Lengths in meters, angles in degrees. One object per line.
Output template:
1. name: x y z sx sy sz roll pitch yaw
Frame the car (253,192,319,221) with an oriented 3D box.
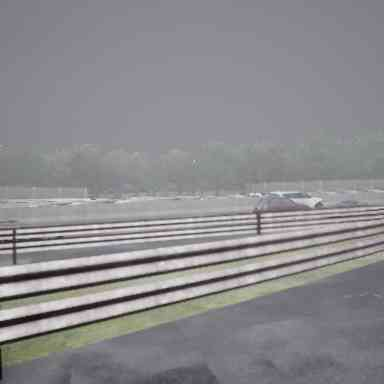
1. car: 7.028 1.201 25.746 4.553 1.767 2.097 -2 1 -19

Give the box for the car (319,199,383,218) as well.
1. car: 11.612 1.299 23.621 4.181 1.385 1.994 -2 1 -19

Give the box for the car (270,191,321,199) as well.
1. car: 9.369 0.933 30.250 5.566 2.045 2.150 -2 1 -19

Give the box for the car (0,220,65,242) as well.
1. car: -8.762 2.076 16.619 4.718 1.301 1.895 -2 1 -19
